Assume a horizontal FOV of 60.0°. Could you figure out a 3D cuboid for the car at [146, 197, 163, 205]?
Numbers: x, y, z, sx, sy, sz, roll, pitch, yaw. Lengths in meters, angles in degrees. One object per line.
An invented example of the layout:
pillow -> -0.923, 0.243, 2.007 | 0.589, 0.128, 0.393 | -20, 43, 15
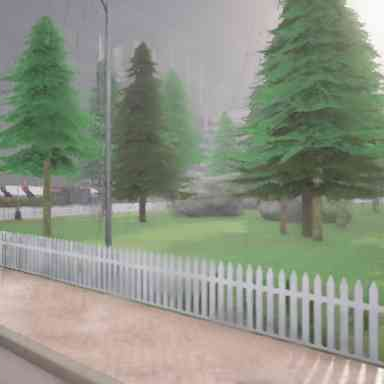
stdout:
car -> -7.155, 1.448, 57.733 | 2.097, 1.767, 4.553 | 0, 0, 35
